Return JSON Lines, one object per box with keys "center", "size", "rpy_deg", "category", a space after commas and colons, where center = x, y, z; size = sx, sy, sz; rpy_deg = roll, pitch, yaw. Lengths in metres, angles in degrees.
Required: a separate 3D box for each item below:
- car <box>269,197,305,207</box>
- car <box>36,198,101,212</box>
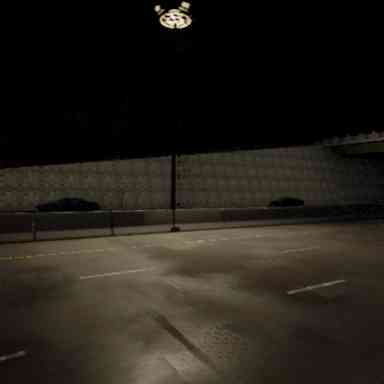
{"center": [13.101, 1.419, 45.492], "size": [5.357, 1.411, 2.033], "rpy_deg": [0, 0, -32], "category": "car"}
{"center": [-11.117, 1.221, 30.119], "size": [5.357, 1.411, 2.033], "rpy_deg": [1, 0, -33], "category": "car"}
